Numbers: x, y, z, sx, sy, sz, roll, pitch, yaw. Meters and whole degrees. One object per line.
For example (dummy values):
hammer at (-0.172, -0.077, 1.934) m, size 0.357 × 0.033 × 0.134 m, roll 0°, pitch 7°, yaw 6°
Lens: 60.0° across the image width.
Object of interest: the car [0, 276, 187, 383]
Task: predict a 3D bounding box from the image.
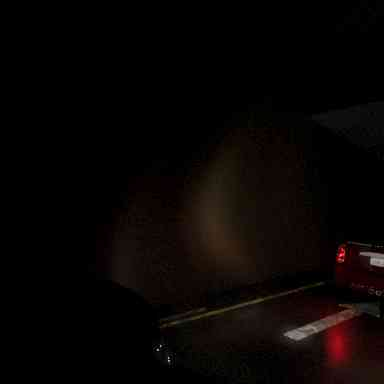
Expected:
car at (-2.705, 1.221, 1.856) m, size 5.566 × 2.045 × 2.150 m, roll 0°, pitch 0°, yaw -35°

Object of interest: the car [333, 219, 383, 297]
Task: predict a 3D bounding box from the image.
car at (5.270, 1.352, 7.540) m, size 4.553 × 1.767 × 2.097 m, roll 0°, pitch 0°, yaw -35°
